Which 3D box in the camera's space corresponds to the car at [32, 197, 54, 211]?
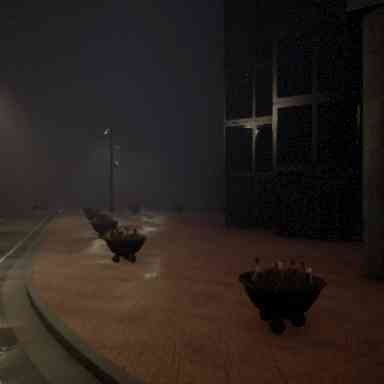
[{"bbox_3d":[-20.193,1.736,44.594,2.128,1.511,4.902,1,-1,-20],"label":"car"}]
